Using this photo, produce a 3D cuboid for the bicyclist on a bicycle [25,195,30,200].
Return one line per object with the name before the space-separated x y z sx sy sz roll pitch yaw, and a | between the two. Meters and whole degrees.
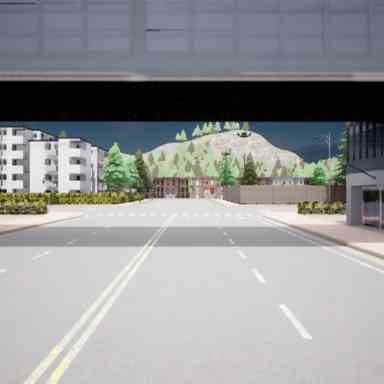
bicyclist on a bicycle | -25.279 1.274 51.000 0.582 1.620 1.656 0 0 0
